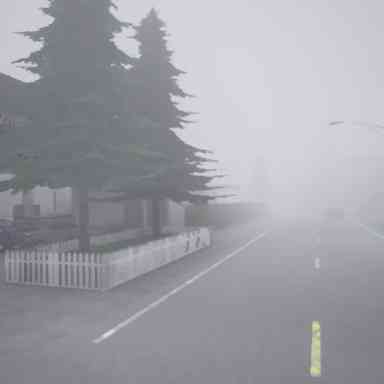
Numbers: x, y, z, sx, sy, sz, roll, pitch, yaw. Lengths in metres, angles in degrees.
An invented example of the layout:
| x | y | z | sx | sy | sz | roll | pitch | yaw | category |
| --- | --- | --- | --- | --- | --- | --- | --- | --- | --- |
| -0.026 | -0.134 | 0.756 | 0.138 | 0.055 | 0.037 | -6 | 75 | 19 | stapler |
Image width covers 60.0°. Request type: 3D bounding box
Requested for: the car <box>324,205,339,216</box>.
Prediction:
| x | y | z | sx | sy | sz | roll | pitch | yaw | category |
| --- | --- | --- | --- | --- | --- | --- | --- | --- | --- |
| 19.853 | 2.571 | 47.381 | 1.812 | 1.442 | 4.674 | -2 | -2 | 21 | car |

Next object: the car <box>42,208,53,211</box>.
| x | y | z | sx | sy | sz | roll | pitch | yaw | category |
| --- | --- | --- | --- | --- | --- | --- | --- | --- | --- |
| -29.339 | 4.198 | 70.084 | 5.027 | 1.636 | 2.152 | -2 | -2 | 20 | car |

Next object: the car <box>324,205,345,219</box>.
| x | y | z | sx | sy | sz | roll | pitch | yaw | category |
| --- | --- | --- | --- | --- | --- | --- | --- | --- | --- |
| 16.499 | 2.458 | 38.422 | 1.895 | 1.301 | 4.718 | -2 | -2 | 21 | car |

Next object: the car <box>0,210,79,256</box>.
| x | y | z | sx | sy | sz | roll | pitch | yaw | category |
| --- | --- | --- | --- | --- | --- | --- | --- | --- | --- |
| -7.354 | 2.080 | 16.750 | 1.905 | 1.878 | 3.866 | -2 | -2 | 20 | car |

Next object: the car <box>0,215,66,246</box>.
| x | y | z | sx | sy | sz | roll | pitch | yaw | category |
| --- | --- | --- | --- | --- | --- | --- | --- | --- | --- |
| -11.160 | 2.515 | 22.768 | 2.242 | 1.667 | 4.611 | -2 | -2 | 20 | car |
